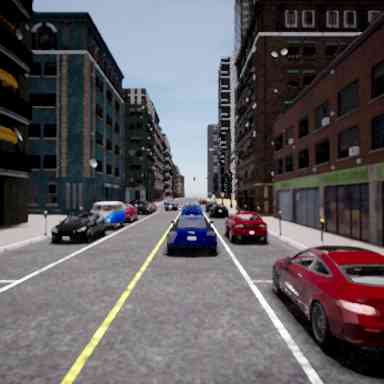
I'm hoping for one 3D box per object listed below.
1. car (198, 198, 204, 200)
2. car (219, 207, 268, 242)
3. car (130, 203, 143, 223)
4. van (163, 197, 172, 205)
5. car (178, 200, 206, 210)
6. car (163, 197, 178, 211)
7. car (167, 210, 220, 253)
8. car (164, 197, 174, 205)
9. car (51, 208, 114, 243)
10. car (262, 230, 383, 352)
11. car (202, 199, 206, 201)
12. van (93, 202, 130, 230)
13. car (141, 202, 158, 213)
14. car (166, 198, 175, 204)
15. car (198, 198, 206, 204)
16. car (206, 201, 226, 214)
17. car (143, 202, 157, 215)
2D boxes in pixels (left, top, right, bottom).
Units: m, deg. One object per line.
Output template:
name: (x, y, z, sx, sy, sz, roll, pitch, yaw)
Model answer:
car: (2.689, 2.339, 77.208, 1.802, 1.307, 4.206, 0, -1, 0)
car: (2.696, 1.708, 17.188, 1.887, 1.381, 4.507, 0, -1, 0)
car: (-5.686, 1.814, 28.247, 1.887, 1.381, 4.507, 0, -1, 0)
van: (-5.690, 2.098, 77.211, 1.690, 1.788, 3.998, 0, -1, 0)
car: (0.003, 1.759, 29.474, 1.882, 1.535, 5.008, 0, 0, 0)
car: (-3.009, 1.969, 49.439, 2.128, 1.511, 4.902, 0, -1, 0)
car: (0.004, 1.700, 14.298, 1.994, 1.385, 4.181, 0, 0, 0)
car: (-5.691, 2.129, 82.739, 2.192, 1.841, 5.009, 0, -1, 0)
car: (-5.685, 1.729, 17.200, 1.947, 1.339, 4.313, 0, -1, 0)
car: (2.697, 1.641, 6.142, 1.802, 1.307, 4.206, 0, -1, 0)
car: (2.693, 1.996, 44.805, 1.947, 1.339, 4.313, 0, -1, 0)
van: (-5.684, 1.557, 22.725, 1.690, 1.788, 3.998, 0, -1, 0)
car: (-5.688, 2.012, 44.816, 1.802, 1.307, 4.206, 0, -1, 0)
car: (-5.693, 2.416, 88.264, 1.887, 1.381, 4.507, 0, -1, 0)
car: (2.689, 2.312, 88.265, 1.967, 1.590, 4.097, 0, -1, 0)
car: (2.694, 1.888, 33.758, 1.947, 1.339, 4.313, 0, -1, 0)
car: (-5.688, 1.942, 39.293, 1.947, 1.339, 4.313, 0, -1, 0)
